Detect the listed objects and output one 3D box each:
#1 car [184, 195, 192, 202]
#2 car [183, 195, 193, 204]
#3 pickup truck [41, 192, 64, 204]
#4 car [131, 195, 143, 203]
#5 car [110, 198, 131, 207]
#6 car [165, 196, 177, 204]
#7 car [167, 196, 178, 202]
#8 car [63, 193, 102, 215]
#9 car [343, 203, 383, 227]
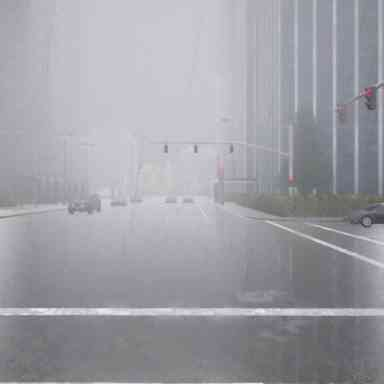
[{"bbox_3d":[-0.882,1.387,75.592,1.882,1.535,5.008,0,0,-1],"label":"car"},{"bbox_3d":[-0.790,1.526,65.341,1.812,1.442,4.674,0,0,-1],"label":"car"},{"bbox_3d":[-24.365,1.059,60.024,2.390,2.098,6.274,0,0,30],"label":"pickup truck"},{"bbox_3d":[-11.312,1.352,67.541,2.097,1.767,4.553,0,0,0],"label":"car"},{"bbox_3d":[-11.255,1.564,51.411,1.994,1.385,4.181,0,0,0],"label":"car"},{"bbox_3d":[-4.187,1.601,65.000,1.895,1.301,4.718,0,0,0],"label":"car"},{"bbox_3d":[-4.378,1.540,75.261,2.033,1.411,5.357,0,0,-1],"label":"car"},{"bbox_3d":[-11.110,1.215,34.873,2.150,2.045,5.566,0,1,-1],"label":"car"},{"bbox_3d":[12.618,1.505,22.088,4.892,1.490,1.837,0,0,0],"label":"car"}]
